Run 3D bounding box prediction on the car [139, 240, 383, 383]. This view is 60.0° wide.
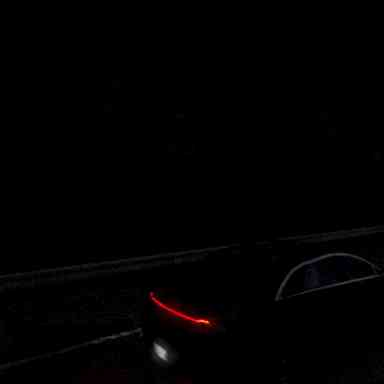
[{"bbox_3d":[1.625,1.489,4.975,4.902,1.511,2.128,0,0,-36],"label":"car"}]
